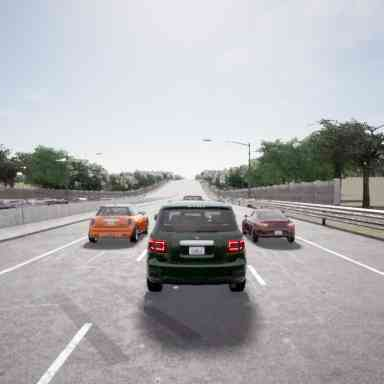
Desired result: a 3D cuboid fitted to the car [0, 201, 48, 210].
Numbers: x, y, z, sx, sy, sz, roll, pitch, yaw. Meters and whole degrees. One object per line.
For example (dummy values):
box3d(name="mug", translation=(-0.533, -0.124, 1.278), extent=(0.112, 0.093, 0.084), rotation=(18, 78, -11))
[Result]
box3d(name="car", translation=(-14.128, 1.525, 28.736), extent=(2.128, 1.511, 4.902), rotation=(0, 0, 0))

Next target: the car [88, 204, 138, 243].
box3d(name="car", translation=(-3.421, 1.352, 16.308), extent=(2.097, 1.767, 4.553), rotation=(0, 0, 1))

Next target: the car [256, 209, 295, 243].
box3d(name="car", translation=(3.584, 1.526, 16.075), extent=(1.812, 1.442, 4.674), rotation=(0, 0, 0))

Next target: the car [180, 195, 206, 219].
box3d(name="car", translation=(0.069, 1.264, 30.583), extent=(2.150, 2.045, 5.566), rotation=(0, 0, 0))

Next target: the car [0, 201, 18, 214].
box3d(name="car", translation=(-21.130, 1.669, 36.154), extent=(1.895, 1.301, 4.718), rotation=(0, 0, 0))

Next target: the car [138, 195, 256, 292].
box3d(name="car", translation=(0.091, 1.218, 9.078), extent=(2.150, 2.045, 5.566), rotation=(0, 0, 0))
